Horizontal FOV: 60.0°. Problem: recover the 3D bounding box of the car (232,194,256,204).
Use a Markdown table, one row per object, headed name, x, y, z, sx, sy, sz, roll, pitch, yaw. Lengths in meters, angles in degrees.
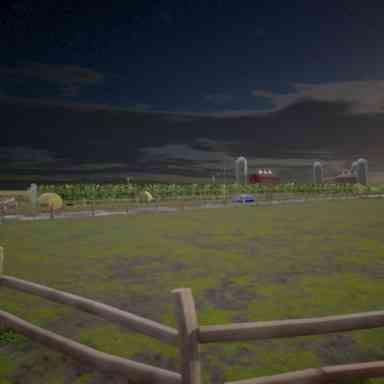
| name | x | y | z | sx | sy | sz | roll | pitch | yaw |
| --- | --- | --- | --- | --- | --- | --- | --- | --- | --- |
| car | 8.641 | 1.102 | 54.921 | 5.008 | 1.535 | 1.882 | -1 | 1 | -44 |
